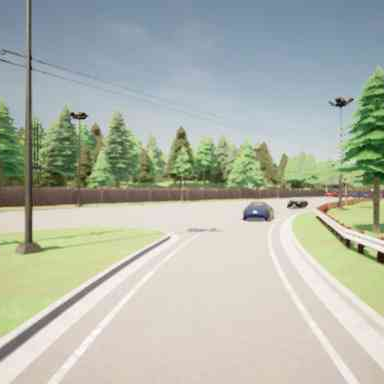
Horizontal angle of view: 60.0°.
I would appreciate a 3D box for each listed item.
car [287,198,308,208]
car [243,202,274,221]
[{"bbox_3d":[13.987,1.433,43.790,1.895,1.301,4.718,0,0,30],"label":"car"},{"bbox_3d":[5.374,1.454,26.594,1.994,1.385,4.181,0,0,20],"label":"car"}]
